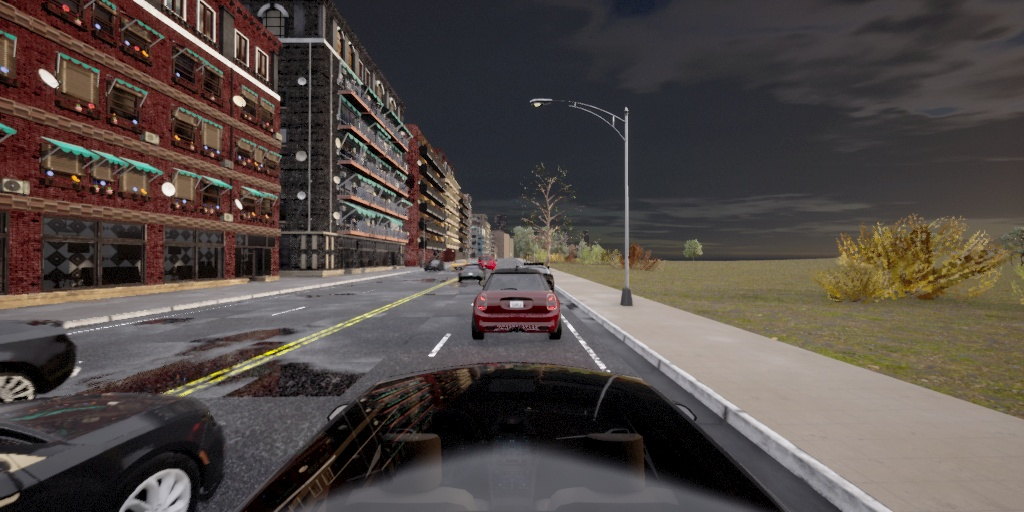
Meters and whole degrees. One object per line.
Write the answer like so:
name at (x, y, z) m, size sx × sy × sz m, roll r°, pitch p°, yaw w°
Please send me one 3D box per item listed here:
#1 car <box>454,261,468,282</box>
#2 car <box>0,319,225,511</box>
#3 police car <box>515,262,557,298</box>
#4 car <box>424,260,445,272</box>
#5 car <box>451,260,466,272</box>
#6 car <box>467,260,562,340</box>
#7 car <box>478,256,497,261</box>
car at (-3.089, 1.312, 28.632) m, size 1.994 × 1.385 × 4.181 m, roll 0°, pitch 0°, yaw 0°
car at (-3.155, 1.252, 0.785) m, size 1.837 × 1.490 × 4.892 m, roll 0°, pitch -1°, yaw 0°
police car at (1.174, 1.176, 19.649) m, size 1.930 × 1.638 × 5.238 m, roll 0°, pitch 0°, yaw 0°
car at (-9.756, 1.225, 45.391) m, size 1.882 × 1.535 × 5.008 m, roll 0°, pitch 0°, yaw 0°
car at (-6.506, 1.225, 45.396) m, size 1.882 × 1.535 × 5.008 m, roll 0°, pitch 0°, yaw 0°
car at (0.113, 1.103, 10.154) m, size 2.097 × 1.767 × 4.553 m, roll 0°, pitch 0°, yaw 0°
car at (-3.063, 0.972, 44.107) m, size 2.150 × 2.045 × 5.566 m, roll 0°, pitch 0°, yaw 0°
